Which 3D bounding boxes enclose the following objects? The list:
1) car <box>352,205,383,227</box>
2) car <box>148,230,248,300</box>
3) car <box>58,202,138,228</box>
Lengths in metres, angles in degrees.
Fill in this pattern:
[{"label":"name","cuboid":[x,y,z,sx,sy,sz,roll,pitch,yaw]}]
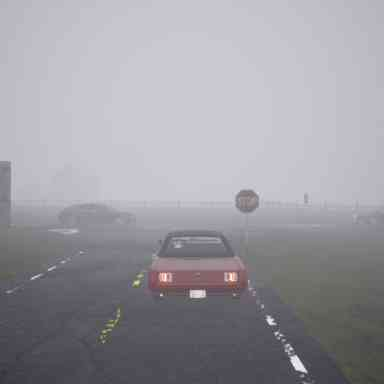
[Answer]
[{"label":"car","cuboid":[14.322,1.718,24.273,4.902,1.511,2.128,1,-1,0]},{"label":"car","cuboid":[0.074,1.603,8.386,1.895,1.301,4.718,0,0,-1]},{"label":"car","cuboid":[-5.931,1.435,21.235,4.892,1.490,1.837,0,-1,0]}]
